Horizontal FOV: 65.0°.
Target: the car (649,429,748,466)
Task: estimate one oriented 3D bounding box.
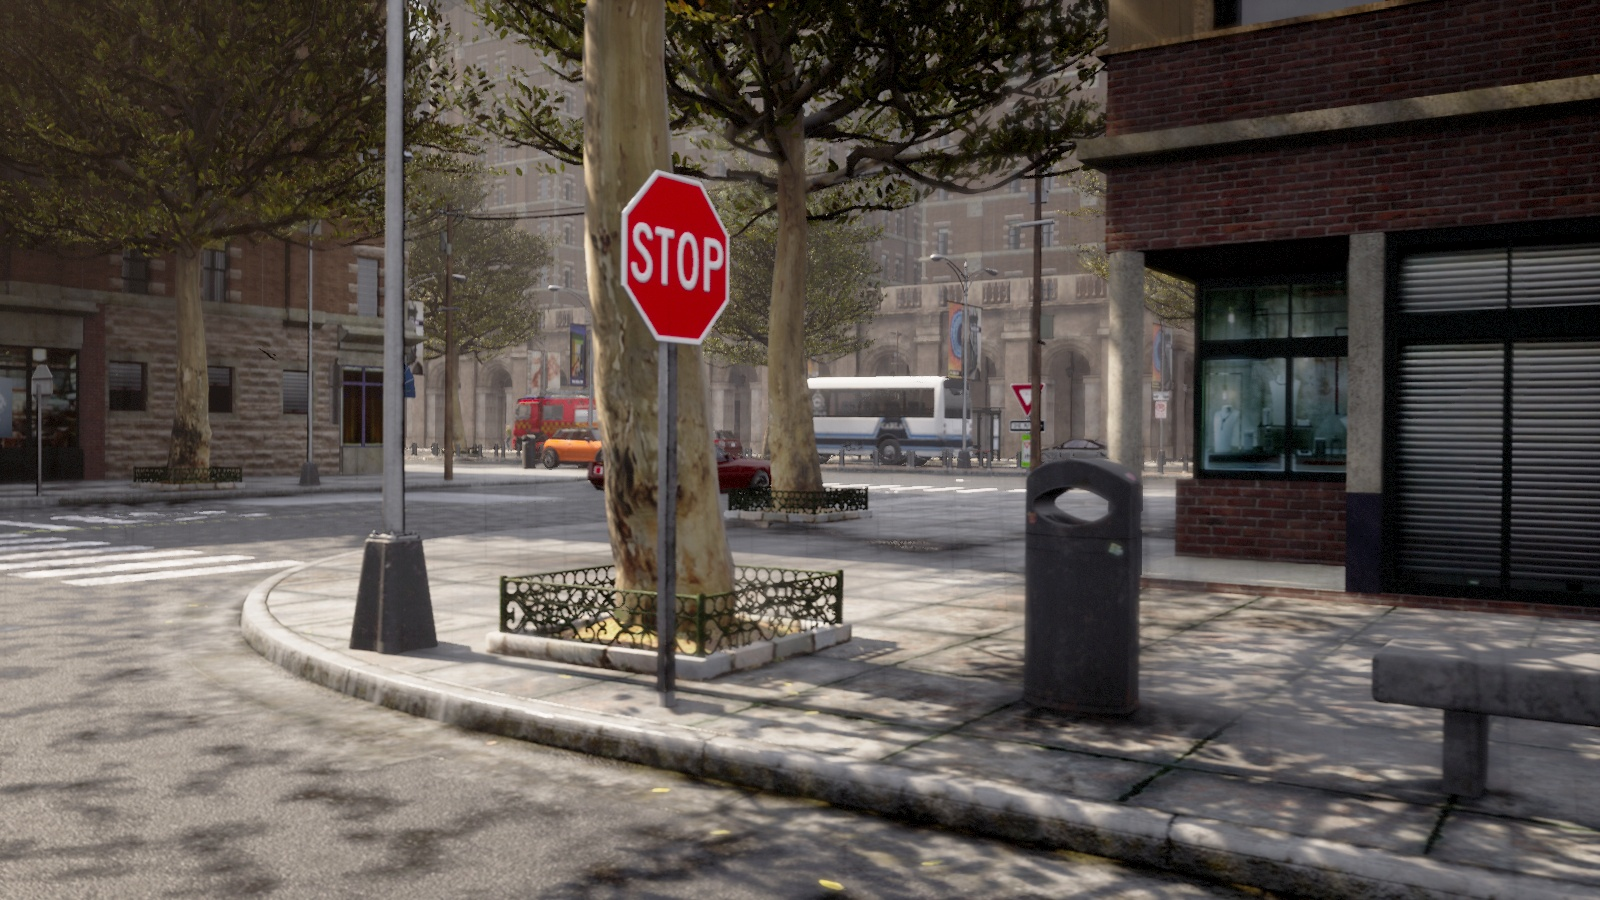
[{"bbox_3d":[-5.054,-0.122,62.257,4.553,1.767,2.097,0,1,34],"label":"car"}]

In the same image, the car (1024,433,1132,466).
[{"bbox_3d":[12.154,-0.015,54.969,4.181,1.385,1.994,0,1,35],"label":"car"}]

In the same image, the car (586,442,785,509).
[{"bbox_3d":[-2.422,0.515,27.877,1.895,1.301,4.718,0,1,33],"label":"car"}]

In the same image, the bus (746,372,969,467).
[{"bbox_3d":[2.714,-1.429,61.264,10.273,4.253,3.944,0,1,34],"label":"bus"}]

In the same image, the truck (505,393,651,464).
[{"bbox_3d":[-12.698,-1.176,71.536,8.468,3.827,2.891,0,1,34],"label":"truck"}]

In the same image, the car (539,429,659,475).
[{"bbox_3d":[-8.087,0.057,50.450,4.553,1.767,2.097,0,1,34],"label":"car"}]
